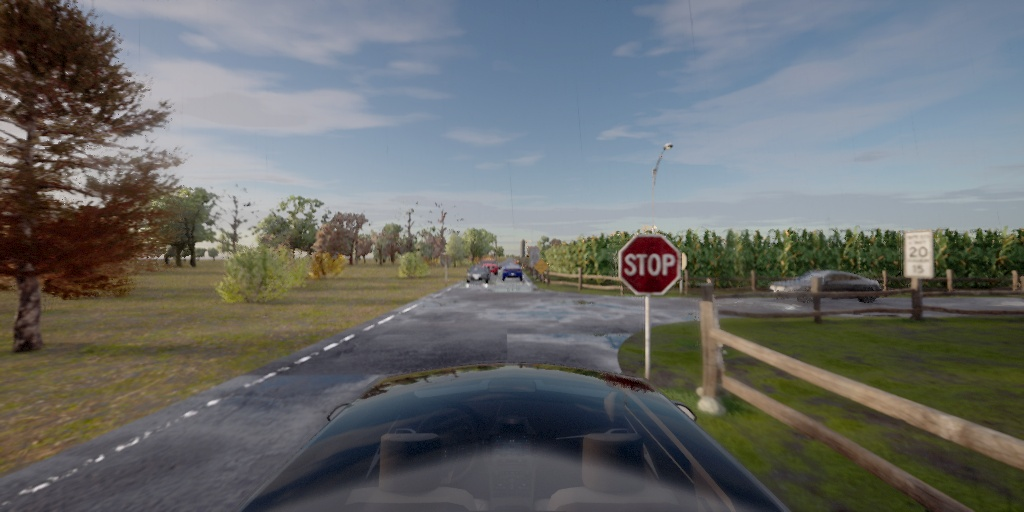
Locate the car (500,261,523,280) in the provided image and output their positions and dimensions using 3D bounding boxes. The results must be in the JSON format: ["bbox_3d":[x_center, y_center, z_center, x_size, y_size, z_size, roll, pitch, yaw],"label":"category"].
[{"bbox_3d":[0.045,1.573,35.976,1.882,1.535,5.008,0,-1,0],"label":"car"}]

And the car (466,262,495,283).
[{"bbox_3d":[-2.894,1.544,31.586,2.128,1.511,4.902,0,-1,0],"label":"car"}]

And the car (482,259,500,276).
[{"bbox_3d":[-2.907,1.405,45.167,2.150,2.045,5.566,0,-1,1],"label":"car"}]

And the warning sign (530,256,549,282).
[{"bbox_3d":[2.404,1.146,29.437,1.300,1.860,1.060,0,0,0],"label":"warning sign"}]

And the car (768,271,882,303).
[{"bbox_3d":[14.932,1.457,17.207,4.674,1.442,1.812,0,-1,-1],"label":"car"}]
